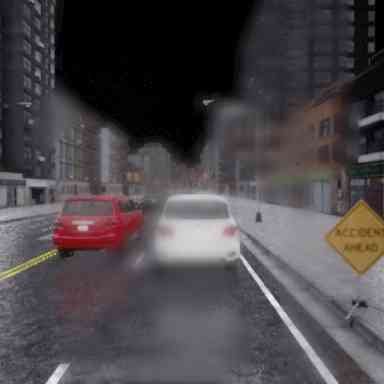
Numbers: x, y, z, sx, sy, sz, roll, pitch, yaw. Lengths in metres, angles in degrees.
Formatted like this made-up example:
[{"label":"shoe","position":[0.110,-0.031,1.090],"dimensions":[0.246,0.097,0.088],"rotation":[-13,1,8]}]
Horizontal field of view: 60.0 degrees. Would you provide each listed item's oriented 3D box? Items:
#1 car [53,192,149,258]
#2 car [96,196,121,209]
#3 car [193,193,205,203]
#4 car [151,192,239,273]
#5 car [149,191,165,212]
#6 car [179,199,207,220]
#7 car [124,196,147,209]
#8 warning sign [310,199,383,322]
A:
[{"label":"car","position":[-3.166,1.113,12.392],"dimensions":[2.150,2.045,5.566],"rotation":[0,1,0]},{"label":"car","position":[-9.837,1.232,39.499],"dimensions":[1.994,1.385,4.181],"rotation":[0,0,0]},{"label":"car","position":[1.145,0.980,55.849],"dimensions":[1.801,1.575,5.366],"rotation":[0,1,0]},{"label":"car","position":[0.095,1.124,10.573],"dimensions":[2.150,2.045,5.566],"rotation":[0,0,-2]},{"label":"car","position":[-3.151,0.961,30.861],"dimensions":[2.150,2.045,5.566],"rotation":[0,1,0]},{"label":"car","position":[0.089,1.319,26.829],"dimensions":[2.033,1.411,5.357],"rotation":[0,1,0]},{"label":"car","position":[-6.589,1.232,39.482],"dimensions":[1.994,1.385,4.181],"rotation":[0,0,0]},{"label":"warning sign","position":[2.854,1.064,5.655],"dimensions":[1.300,1.860,1.060],"rotation":[0,1,0]}]
